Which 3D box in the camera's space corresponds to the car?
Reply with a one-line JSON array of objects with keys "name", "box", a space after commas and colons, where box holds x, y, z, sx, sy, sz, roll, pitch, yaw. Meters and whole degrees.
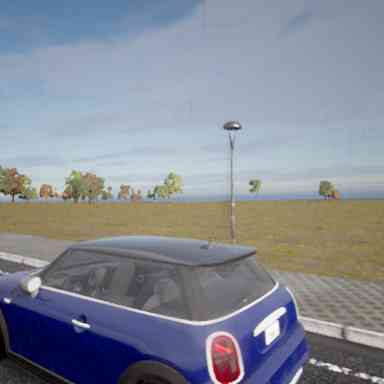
[{"name": "car", "box": [-0.956, 1.372, 4.409, 4.553, 1.767, 2.097, -1, 0, 36]}]
